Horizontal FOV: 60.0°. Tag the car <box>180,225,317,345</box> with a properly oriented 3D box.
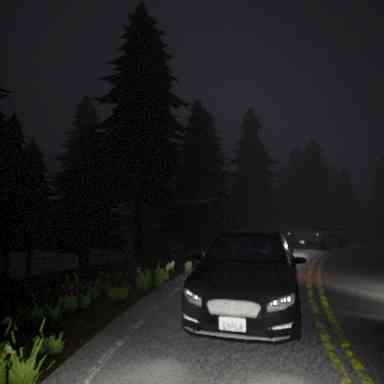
[{"bbox_3d":[1.184,1.562,6.815,2.128,1.511,4.902,-1,-2,15],"label":"car"}]

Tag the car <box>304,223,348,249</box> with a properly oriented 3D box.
[{"bbox_3d":[6.915,2.348,18.260,1.895,1.301,4.718,-4,-7,40],"label":"car"}]

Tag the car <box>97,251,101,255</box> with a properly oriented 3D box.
[{"bbox_3d":[-19.837,13.639,73.306,4.181,1.381,1.994,-2,-5,31],"label":"car"}]
